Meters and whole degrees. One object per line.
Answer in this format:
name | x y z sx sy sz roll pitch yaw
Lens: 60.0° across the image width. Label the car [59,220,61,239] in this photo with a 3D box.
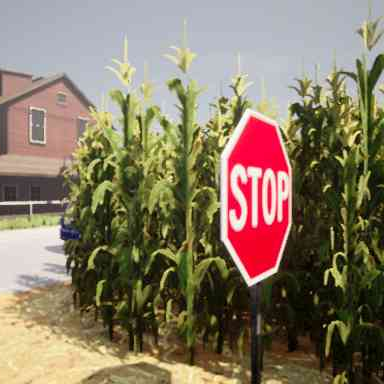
car | -2.688 1.217 14.013 2.150 2.045 5.566 0 0 41
